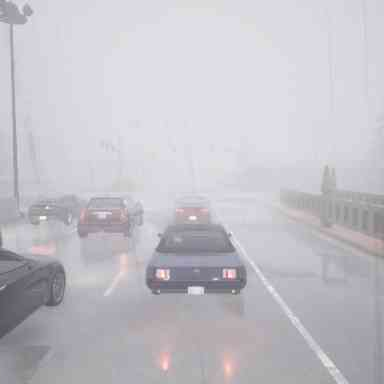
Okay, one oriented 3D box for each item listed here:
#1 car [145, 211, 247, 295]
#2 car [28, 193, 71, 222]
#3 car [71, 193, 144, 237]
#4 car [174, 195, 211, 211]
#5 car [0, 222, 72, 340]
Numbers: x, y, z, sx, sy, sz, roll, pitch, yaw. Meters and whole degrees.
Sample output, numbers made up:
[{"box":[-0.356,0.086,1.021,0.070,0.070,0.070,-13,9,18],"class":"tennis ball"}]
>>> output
[{"box":[0.069,1.429,8.290,1.895,1.301,4.718,0,2,0],"class":"car"},{"box":[-6.982,0.820,17.926,1.837,1.490,4.892,0,3,0],"class":"car"},{"box":[-3.466,0.841,14.932,2.097,1.767,4.553,0,3,0],"class":"car"},{"box":[0.023,0.878,17.361,1.812,1.442,4.674,0,3,0],"class":"car"},{"box":[-3.419,1.463,4.742,1.812,1.442,4.674,0,1,0],"class":"car"}]
